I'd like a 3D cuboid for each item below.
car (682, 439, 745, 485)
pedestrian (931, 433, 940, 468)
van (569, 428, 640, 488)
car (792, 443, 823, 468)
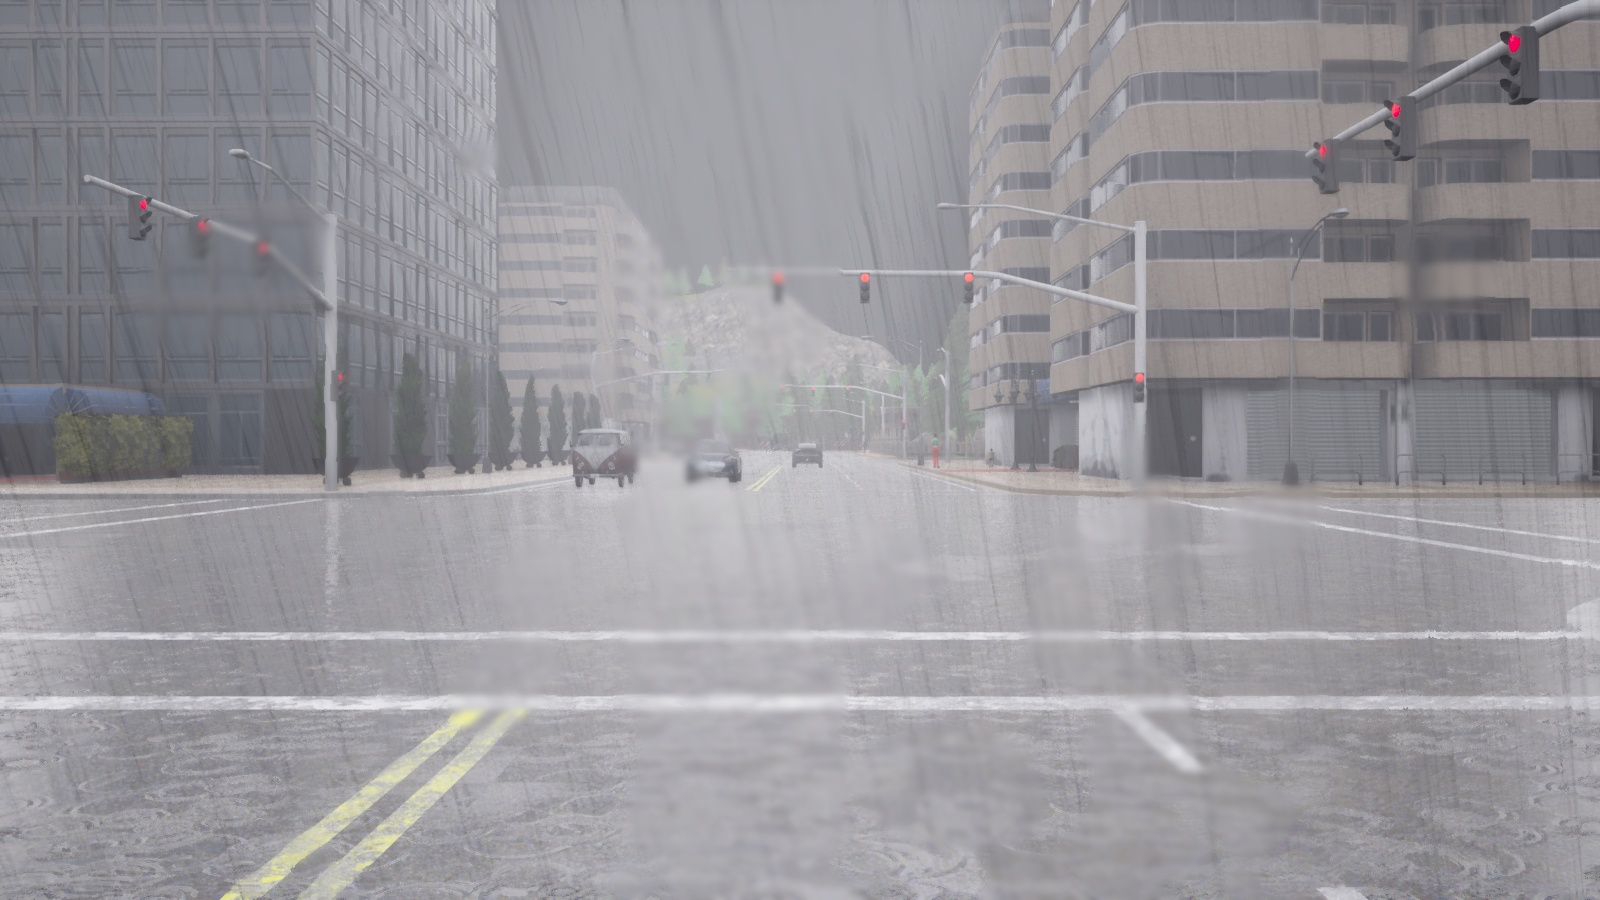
[{"bbox_3d":[-3.212,0.405,47.640,2.033,1.649,4.856,0,0,0],"label":"car"},{"bbox_3d":[7.177,0.030,66.490,0.345,1.836,0.594,0,0,-2],"label":"pedestrian"},{"bbox_3d":[-6.735,0.247,43.655,1.775,1.987,4.442,0,0,0],"label":"van"},{"bbox_3d":[0.453,0.319,76.675,1.837,1.490,4.892,0,0,0],"label":"car"}]
